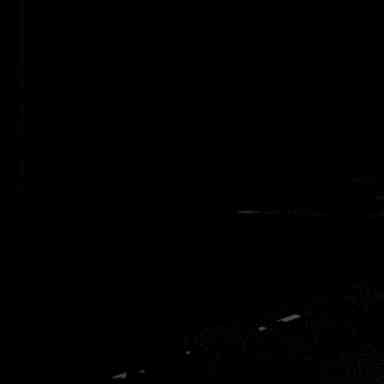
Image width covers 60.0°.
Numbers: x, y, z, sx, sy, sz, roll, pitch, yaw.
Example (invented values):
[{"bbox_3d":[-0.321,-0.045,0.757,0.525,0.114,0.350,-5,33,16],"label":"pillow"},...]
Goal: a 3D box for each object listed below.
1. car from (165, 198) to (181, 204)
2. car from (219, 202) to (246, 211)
[{"bbox_3d":[-3.418,1.834,64.687,1.882,1.535,5.008,-2,1,-36],"label":"car"},{"bbox_3d":[6.126,2.264,51.258,1.895,1.301,4.718,-2,0,-36],"label":"car"}]
